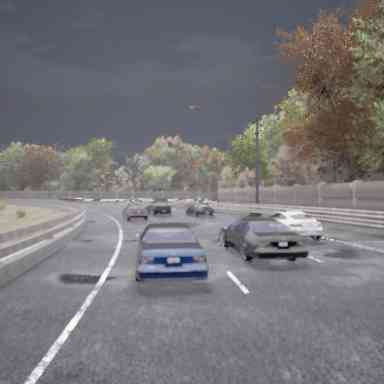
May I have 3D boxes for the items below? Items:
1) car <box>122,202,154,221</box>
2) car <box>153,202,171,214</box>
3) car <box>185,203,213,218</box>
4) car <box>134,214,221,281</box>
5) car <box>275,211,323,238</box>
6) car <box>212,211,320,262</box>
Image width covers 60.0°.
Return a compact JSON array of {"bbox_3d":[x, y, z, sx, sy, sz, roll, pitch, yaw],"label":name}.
[{"bbox_3d":[-5.200,1.803,30.091,2.033,1.411,5.357,0,-1,-18],"label":"car"},{"bbox_3d":[-3.694,1.792,36.197,1.882,1.535,5.008,0,-1,-20],"label":"car"},{"bbox_3d":[0.727,1.833,34.193,1.812,1.442,4.674,0,-1,-19],"label":"car"},{"bbox_3d":[-0.743,1.637,10.130,2.033,1.411,5.357,0,-1,-7],"label":"car"},{"bbox_3d":[5.038,1.695,17.440,1.812,1.442,4.674,0,-1,-10],"label":"car"},{"bbox_3d":[2.437,1.668,12.666,2.033,1.411,5.357,0,-1,-8],"label":"car"}]
